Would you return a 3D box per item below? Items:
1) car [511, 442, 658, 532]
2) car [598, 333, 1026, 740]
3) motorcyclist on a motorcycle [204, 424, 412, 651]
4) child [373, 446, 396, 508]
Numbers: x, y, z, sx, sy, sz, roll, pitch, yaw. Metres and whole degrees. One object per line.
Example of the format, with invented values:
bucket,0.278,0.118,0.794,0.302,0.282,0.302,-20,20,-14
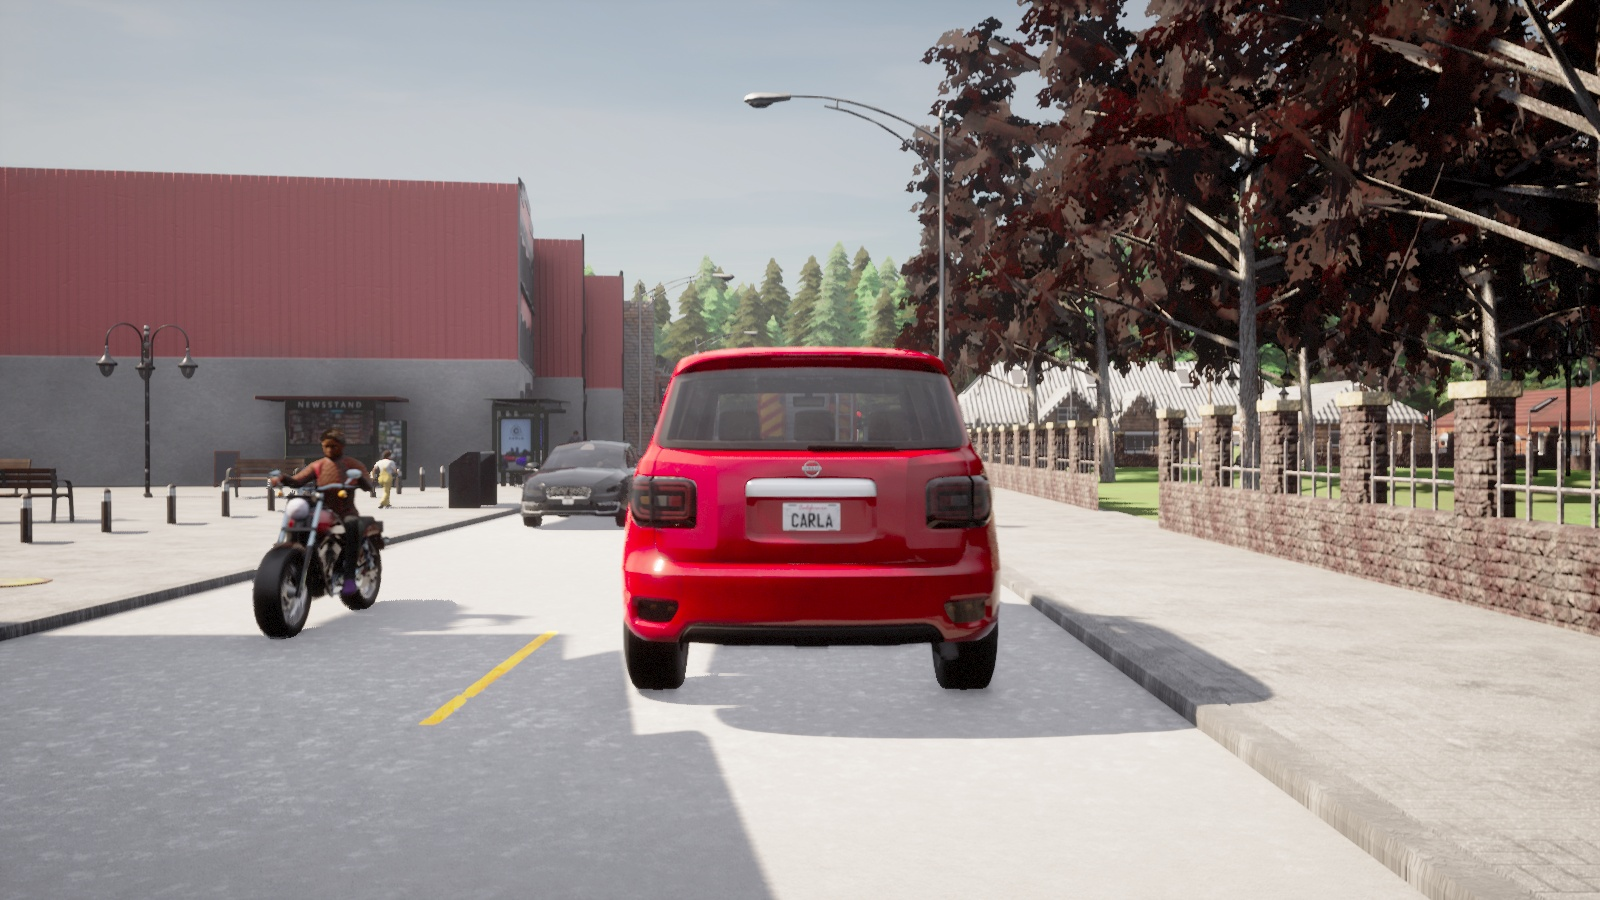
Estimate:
car,-3.845,0.592,23.228,1.837,1.490,4.892,0,0,0
car,0.066,0.406,9.097,2.150,2.045,5.566,0,1,0
motorcyclist on a motorcycle,-3.928,0.625,10.285,0.766,1.649,2.350,0,1,0
child,-8.646,0.554,26.124,0.270,1.263,0.437,0,0,10
